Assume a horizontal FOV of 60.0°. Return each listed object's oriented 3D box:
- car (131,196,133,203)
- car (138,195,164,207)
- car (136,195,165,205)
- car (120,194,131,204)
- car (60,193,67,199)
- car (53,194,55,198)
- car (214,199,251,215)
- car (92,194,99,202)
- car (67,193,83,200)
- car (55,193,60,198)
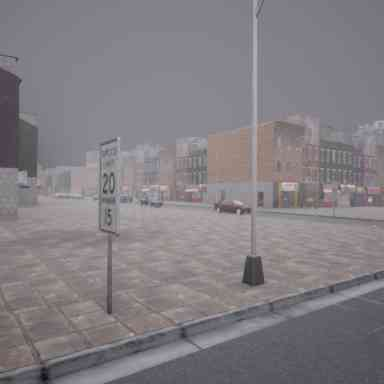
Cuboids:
[{"bbox_3d":[-11.904,1.073,57.854,1.837,1.490,4.892,1,0,-35],"label":"car"},{"bbox_3d":[-5.584,1.230,44.388,1.947,1.339,4.313,1,0,-35],"label":"car"},{"bbox_3d":[-6.244,1.195,49.951,2.033,1.411,5.357,1,0,-35],"label":"car"},{"bbox_3d":[-12.089,1.047,52.903,1.882,1.535,5.008,1,0,-35],"label":"car"},{"bbox_3d":[-27.824,0.924,75.761,1.887,1.381,4.507,1,0,-35],"label":"car"},{"bbox_3d":[-34.080,0.843,84.586,1.752,1.417,4.829,1,0,-35],"label":"car"},{"bbox_3d":[3.947,1.367,30.943,1.887,1.381,4.507,1,0,-35],"label":"car"},{"bbox_3d":[-16.142,1.019,58.611,1.837,1.490,4.892,1,0,-35],"label":"car"},{"bbox_3d":[-24.647,0.965,71.279,2.008,1.369,4.403,1,0,-35],"label":"car"},{"bbox_3d":[-31.002,0.892,80.243,1.887,1.381,4.507,1,0,-35],"label":"car"}]
